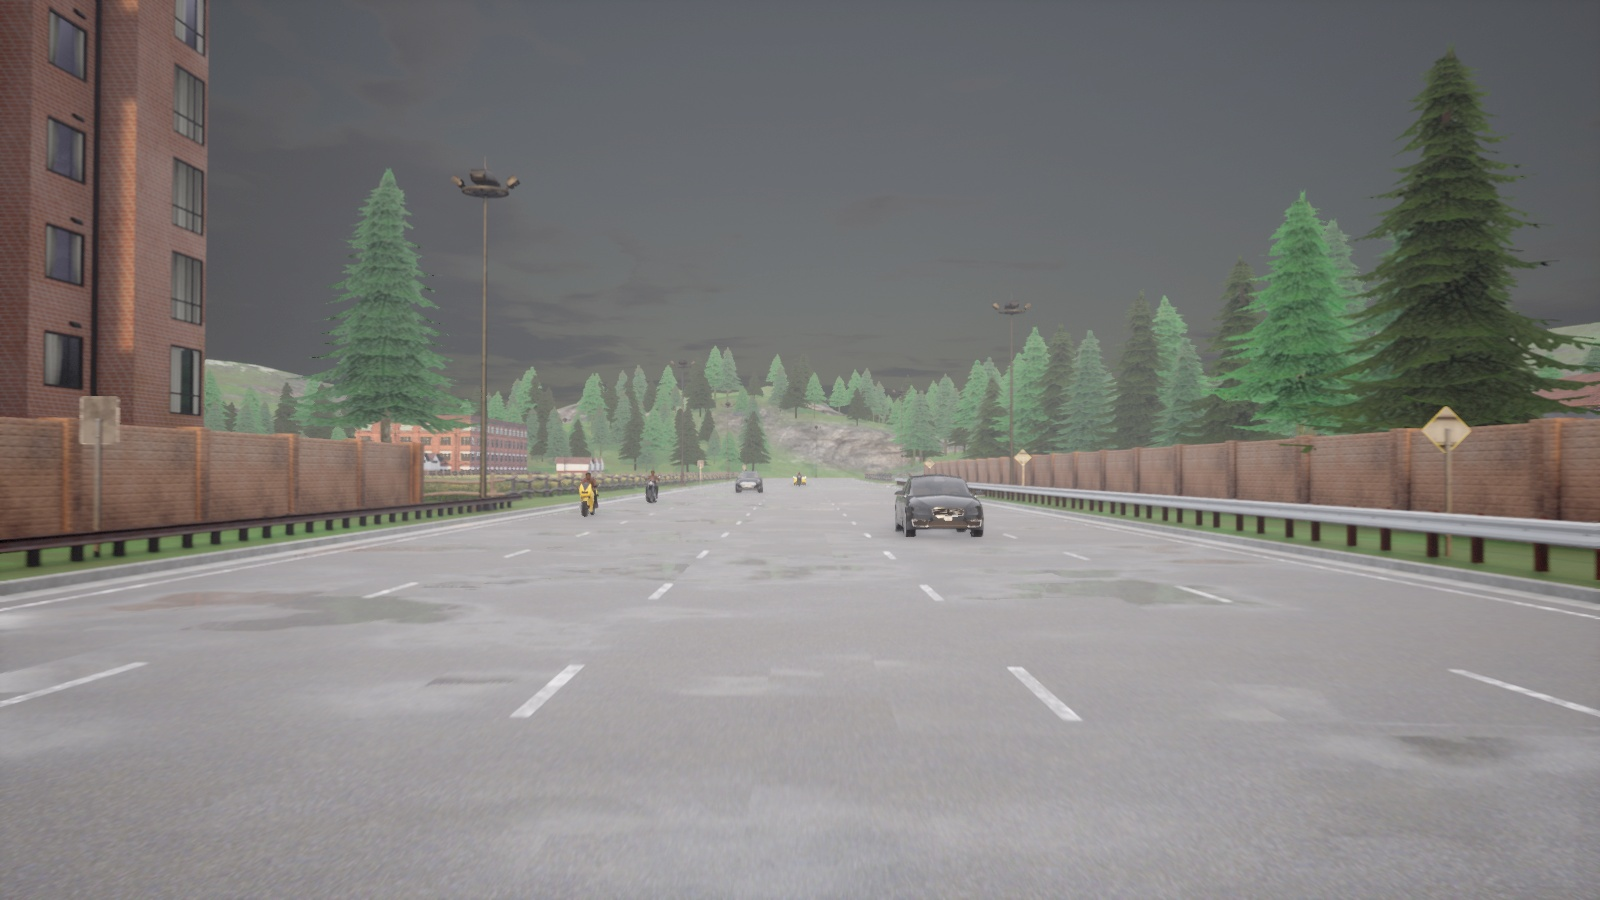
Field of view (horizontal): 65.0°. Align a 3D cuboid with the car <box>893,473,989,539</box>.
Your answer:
[{"bbox_3d":[3.423,1.339,31.328,1.837,1.490,4.892,0,-1,0],"label":"car"}]

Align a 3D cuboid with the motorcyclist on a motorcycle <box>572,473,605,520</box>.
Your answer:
[{"bbox_3d":[-7.104,1.544,42.262,0.797,1.523,2.044,0,-1,0],"label":"motorcyclist on a motorcycle"}]

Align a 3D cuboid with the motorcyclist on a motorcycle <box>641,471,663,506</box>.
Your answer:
[{"bbox_3d":[-7.149,1.829,60.833,0.766,1.649,2.350,0,-1,0],"label":"motorcyclist on a motorcycle"}]

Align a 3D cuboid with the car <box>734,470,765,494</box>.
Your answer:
[{"bbox_3d":[-3.669,2.319,91.689,2.033,1.649,4.856,0,-1,0],"label":"car"}]
